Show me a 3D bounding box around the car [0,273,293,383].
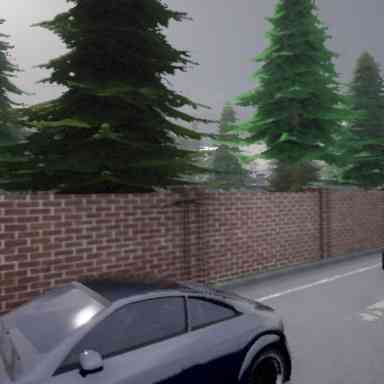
[{"bbox_3d":[-0.915,1.621,3.323,4.181,1.385,1.994,0,-1,-37],"label":"car"}]

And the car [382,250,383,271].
[{"bbox_3d":[7.169,1.495,9.345,4.902,1.511,2.128,0,-1,-37],"label":"car"}]
